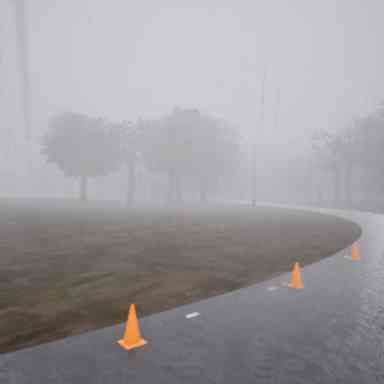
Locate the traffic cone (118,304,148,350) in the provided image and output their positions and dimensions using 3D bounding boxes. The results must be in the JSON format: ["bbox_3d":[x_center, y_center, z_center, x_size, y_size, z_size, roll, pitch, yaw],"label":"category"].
[{"bbox_3d":[-0.906,2.012,5.088,0.340,0.580,0.340,0,-1,-39],"label":"traffic cone"}]

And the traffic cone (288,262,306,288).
[{"bbox_3d":[2.605,2.036,8.249,0.340,0.580,0.340,0,-1,-45],"label":"traffic cone"}]

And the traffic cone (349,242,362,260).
[{"bbox_3d":[5.777,2.062,11.749,0.340,0.580,0.340,0,0,39],"label":"traffic cone"}]
